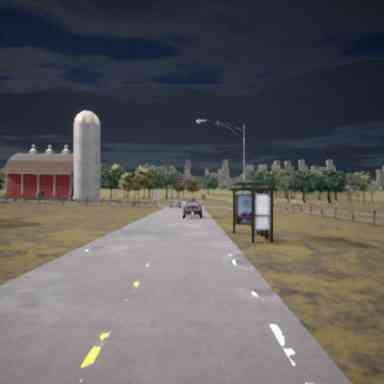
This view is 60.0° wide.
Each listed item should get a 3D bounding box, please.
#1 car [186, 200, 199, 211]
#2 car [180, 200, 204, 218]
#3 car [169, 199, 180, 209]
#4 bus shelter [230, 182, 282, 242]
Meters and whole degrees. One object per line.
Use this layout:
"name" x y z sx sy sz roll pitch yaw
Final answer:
"car" 0.070 1.894 48.392 1.812 1.442 4.674 0 -1 1
"car" 0.073 1.704 32.761 1.837 1.490 4.892 0 0 0
"car" -2.745 1.967 55.313 2.128 1.511 4.902 0 -1 0
"bus shelter" 3.133 0.944 17.133 1.920 2.740 3.880 0 0 0
